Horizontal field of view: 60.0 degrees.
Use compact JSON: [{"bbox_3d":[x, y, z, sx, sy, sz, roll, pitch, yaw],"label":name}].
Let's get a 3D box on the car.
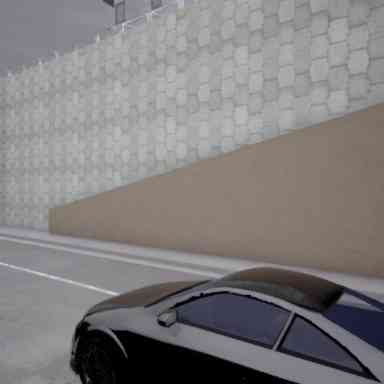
[{"bbox_3d":[0.600,1.557,3.563,4.181,1.385,1.994,0,0,35],"label":"car"}]
